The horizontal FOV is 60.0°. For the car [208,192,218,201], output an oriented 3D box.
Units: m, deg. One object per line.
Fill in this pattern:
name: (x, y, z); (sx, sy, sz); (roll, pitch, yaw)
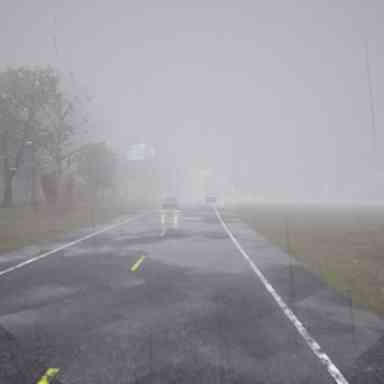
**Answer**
car: (4.850, 1.004, 76.552); (2.150, 2.045, 5.566); (0, 0, 6)

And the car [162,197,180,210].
car: (-2.499, 1.343, 40.220); (1.837, 1.490, 4.892); (0, 0, 3)

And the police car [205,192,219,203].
police car: (3.458, 1.198, 60.746); (1.930, 1.638, 5.238); (0, 0, 4)

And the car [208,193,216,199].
car: (5.826, 1.054, 95.389); (2.097, 1.767, 4.553); (0, 0, 7)

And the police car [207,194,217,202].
police car: (4.295, 1.196, 70.678); (1.930, 1.638, 5.238); (0, 0, 5)
